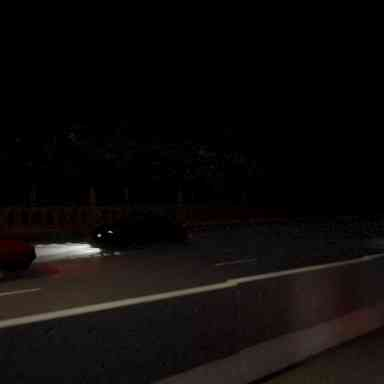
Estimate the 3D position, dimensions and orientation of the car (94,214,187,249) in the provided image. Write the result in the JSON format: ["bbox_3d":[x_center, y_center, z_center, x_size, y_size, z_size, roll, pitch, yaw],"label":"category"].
[{"bbox_3d":[-2.289,1.699,15.255,4.181,1.385,1.994,2,-1,-35],"label":"car"}]

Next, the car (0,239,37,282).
[{"bbox_3d":[-6.450,1.589,7.992,4.718,1.301,1.895,1,0,-35],"label":"car"}]
